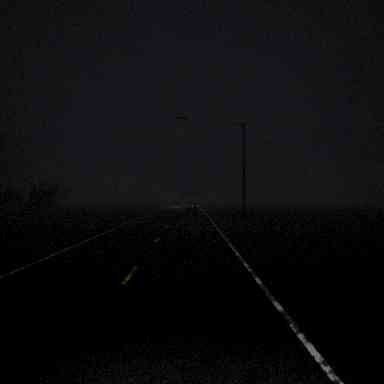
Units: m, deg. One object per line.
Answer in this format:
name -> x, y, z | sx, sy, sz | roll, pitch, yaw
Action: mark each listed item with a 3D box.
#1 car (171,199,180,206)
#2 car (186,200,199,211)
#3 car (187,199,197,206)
car -> -3.505, 2.265, 72.249 | 1.837, 1.490, 4.892 | 0, -1, 0
car -> 0.097, 2.074, 49.546 | 2.033, 1.411, 5.357 | 0, -1, 0
car -> -0.005, 2.311, 71.655 | 1.994, 1.385, 4.181 | 0, -1, 0
